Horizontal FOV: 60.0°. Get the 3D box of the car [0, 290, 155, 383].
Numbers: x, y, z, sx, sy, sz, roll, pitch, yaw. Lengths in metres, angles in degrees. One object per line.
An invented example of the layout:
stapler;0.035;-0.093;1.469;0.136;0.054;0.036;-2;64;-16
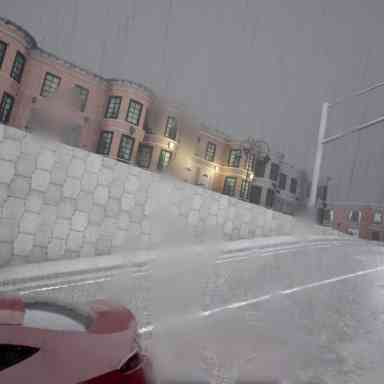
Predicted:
car;-2.496;1.543;2.214;4.674;1.442;1.812;0;0;-36
